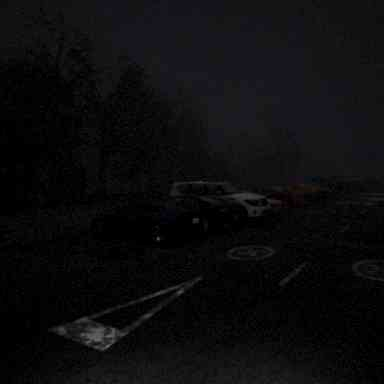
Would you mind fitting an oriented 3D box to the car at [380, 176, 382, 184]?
[{"bbox_3d":[42.305,-2.620,80.166,4.792,1.488,2.163,1,2,33],"label":"car"}]

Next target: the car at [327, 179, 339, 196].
[{"bbox_3d":[10.535,-0.184,31.377,5.366,1.575,1.946,1,3,33],"label":"car"}]

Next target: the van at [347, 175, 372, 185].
[{"bbox_3d":[34.627,-2.418,68.620,4.442,1.987,1.878,1,3,33],"label":"van"}]

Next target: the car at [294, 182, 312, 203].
[{"bbox_3d":[5.661,0.248,24.630,5.366,1.575,1.946,1,3,33],"label":"car"}]

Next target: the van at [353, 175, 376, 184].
[{"bbox_3d":[39.185,-2.716,75.565,4.442,1.987,1.878,1,2,33],"label":"van"}]

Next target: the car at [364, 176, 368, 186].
[{"bbox_3d":[25.590,-1.445,54.659,4.892,1.521,2.231,1,3,33],"label":"car"}]

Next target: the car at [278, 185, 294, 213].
[{"bbox_3d":[2.928,0.549,19.792,5.366,1.575,1.946,1,3,33],"label":"car"}]

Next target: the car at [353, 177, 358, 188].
[{"bbox_3d":[19.483,-0.920,45.399,4.792,1.488,2.163,1,3,33],"label":"car"}]

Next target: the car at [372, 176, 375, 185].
[{"bbox_3d":[31.679,-1.943,63.932,5.008,1.535,2.097,1,3,33],"label":"car"}]

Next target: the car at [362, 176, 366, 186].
[{"bbox_3d":[24.079,-1.321,52.333,4.892,1.521,2.231,1,3,33],"label":"car"}]

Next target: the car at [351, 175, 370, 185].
[{"bbox_3d":[26.962,-1.575,57.075,5.366,1.575,1.946,1,3,33],"label":"car"}]

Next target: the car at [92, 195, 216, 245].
[{"bbox_3d":[-1.815,1.024,12.959,4.792,1.488,2.163,1,3,33],"label":"car"}]

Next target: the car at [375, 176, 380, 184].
[{"bbox_3d":[36.270,-2.567,70.858,5.566,2.045,2.435,1,3,33],"label":"car"}]

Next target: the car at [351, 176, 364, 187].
[{"bbox_3d":[22.397,-1.203,50.120,5.366,1.575,1.946,1,3,33],"label":"car"}]

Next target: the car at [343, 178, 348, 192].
[{"bbox_3d":[14.966,-0.547,38.411,4.792,1.488,2.163,1,3,33],"label":"car"}]

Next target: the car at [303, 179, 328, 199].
[{"bbox_3d":[8.771,-0.052,29.365,5.366,1.575,1.946,1,3,33],"label":"car"}]

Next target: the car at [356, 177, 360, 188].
[{"bbox_3d":[21.006,-1.044,47.717,4.792,1.488,2.163,1,3,33],"label":"car"}]

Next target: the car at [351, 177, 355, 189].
[{"bbox_3d":[17.962,-0.796,43.080,4.792,1.488,2.163,1,3,33],"label":"car"}]

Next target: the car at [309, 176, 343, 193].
[{"bbox_3d":[13.445,-0.575,36.087,4.553,1.767,2.185,1,3,33],"label":"car"}]

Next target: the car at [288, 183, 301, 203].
[{"bbox_3d":[4.300,0.403,22.208,4.892,1.521,2.231,1,3,33],"label":"car"}]

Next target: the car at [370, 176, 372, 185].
[{"bbox_3d":[30.133,-1.945,61.622,4.553,1.767,2.185,1,3,33],"label":"car"}]

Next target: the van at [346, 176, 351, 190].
[{"bbox_3d":[16.557,-0.925,40.671,4.442,1.987,1.878,1,3,33],"label":"van"}]

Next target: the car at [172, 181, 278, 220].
[{"bbox_3d":[1.270,0.448,17.548,5.566,2.045,2.435,1,3,33],"label":"car"}]

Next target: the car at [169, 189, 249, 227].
[{"bbox_3d":[-0.265,0.847,15.256,5.008,1.535,2.097,1,3,33],"label":"car"}]
